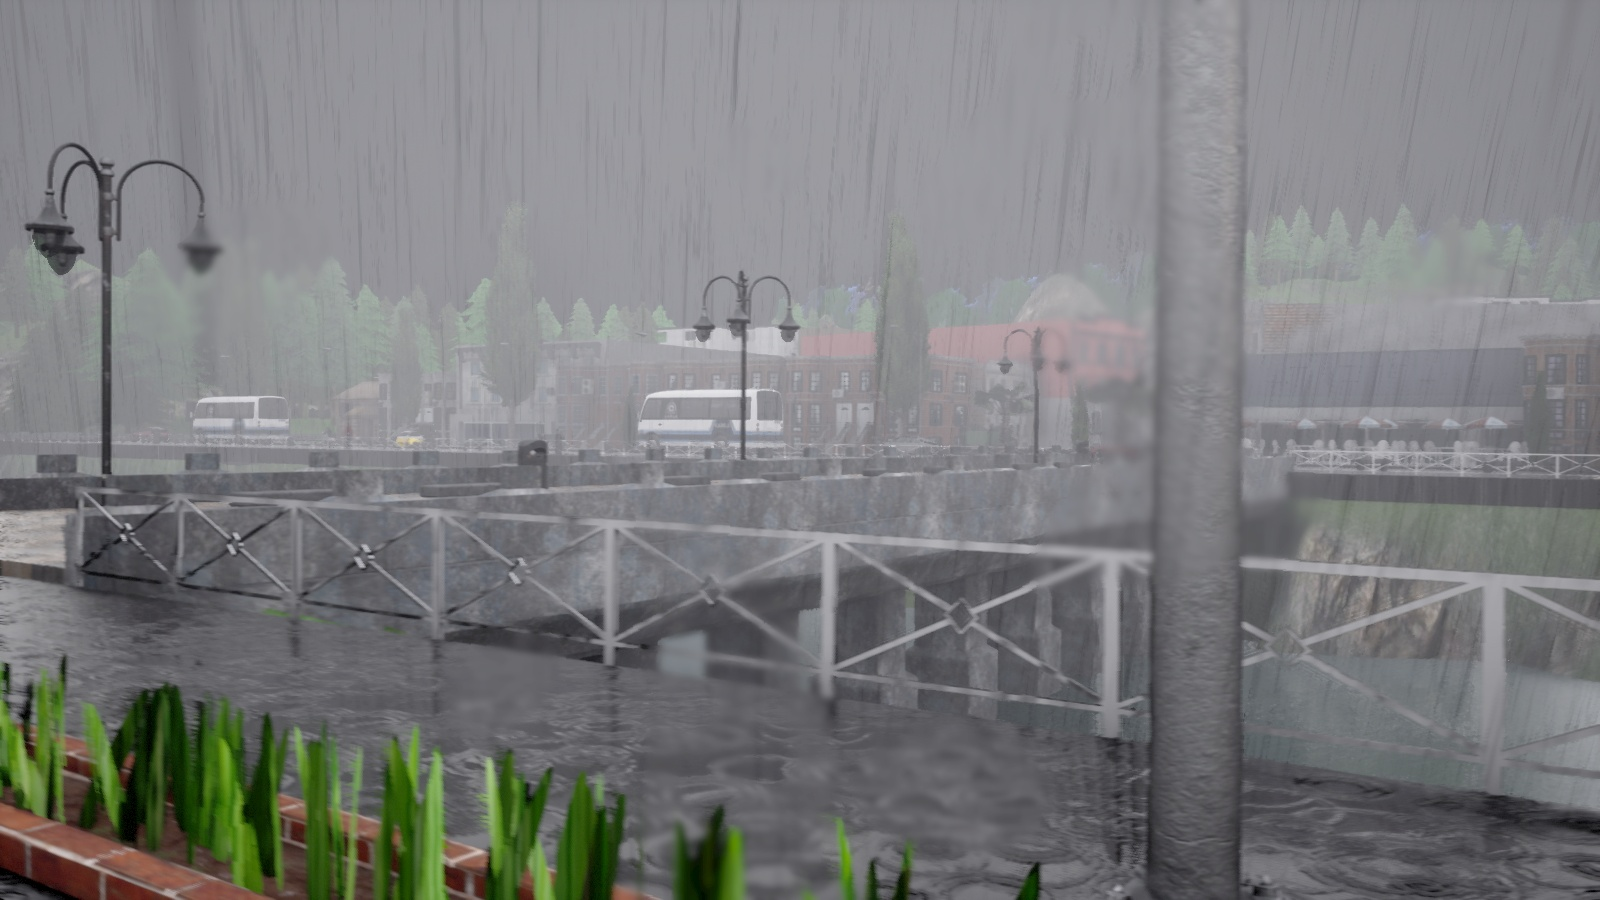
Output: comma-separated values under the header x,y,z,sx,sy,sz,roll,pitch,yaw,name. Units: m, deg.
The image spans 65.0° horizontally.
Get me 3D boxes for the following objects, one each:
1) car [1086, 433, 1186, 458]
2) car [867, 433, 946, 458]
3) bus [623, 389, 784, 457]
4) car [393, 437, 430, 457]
x,y,z,sx,sy,sz,roll,pitch,yaw,name
17.768,-0.236,66.462,4.718,1.301,1.895,0,1,34,car
6.292,-0.273,74.083,4.181,1.385,1.994,0,1,33,car
-6.438,-1.713,82.505,10.273,4.253,3.944,0,1,34,bus
-28.589,-0.216,92.441,2.207,1.376,1.481,0,1,34,car
